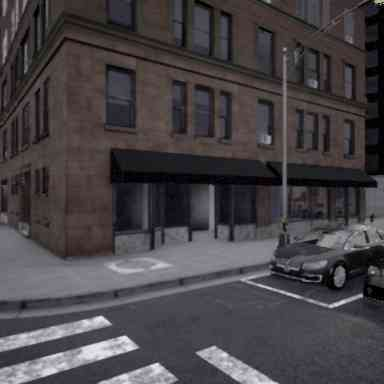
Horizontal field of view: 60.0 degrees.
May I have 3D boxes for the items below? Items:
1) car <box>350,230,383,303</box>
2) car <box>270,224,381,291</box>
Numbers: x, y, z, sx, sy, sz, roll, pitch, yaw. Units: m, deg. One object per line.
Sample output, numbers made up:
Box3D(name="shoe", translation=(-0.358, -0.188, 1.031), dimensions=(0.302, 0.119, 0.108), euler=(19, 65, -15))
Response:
Box3D(name="car", translation=(5.439, 1.587, 6.948), dimensions=(4.181, 1.385, 1.994), euler=(0, 0, -35))
Box3D(name="car", translation=(3.991, 1.578, 9.034), dimensions=(4.403, 1.369, 2.008), euler=(0, 0, -35))
